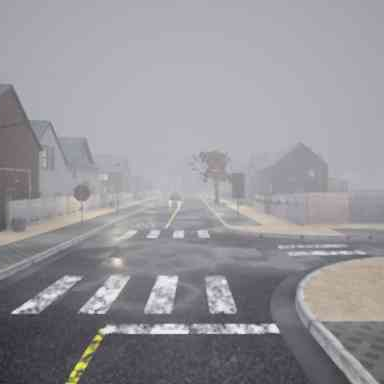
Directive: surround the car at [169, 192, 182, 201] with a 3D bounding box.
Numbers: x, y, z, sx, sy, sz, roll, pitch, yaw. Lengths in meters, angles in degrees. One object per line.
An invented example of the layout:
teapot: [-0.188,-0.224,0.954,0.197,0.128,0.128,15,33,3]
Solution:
car: [-2.926,0.720,58.117,1.837,1.490,4.892,0,1,0]
